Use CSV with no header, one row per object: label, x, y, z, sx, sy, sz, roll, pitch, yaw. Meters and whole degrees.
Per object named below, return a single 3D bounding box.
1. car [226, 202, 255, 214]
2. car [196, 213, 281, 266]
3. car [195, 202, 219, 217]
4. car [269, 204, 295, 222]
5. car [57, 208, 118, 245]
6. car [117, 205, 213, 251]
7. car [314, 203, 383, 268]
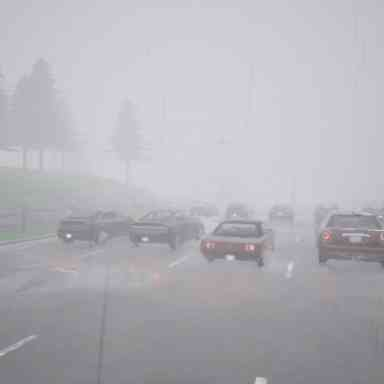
car,4.255,1.640,29.070,1.837,1.490,4.892,0,0,20
car,1.889,1.657,11.940,1.895,1.301,4.718,0,0,20
car,1.179,1.648,30.866,1.812,1.442,4.674,0,0,20
car,7.661,1.717,28.211,1.994,1.385,4.181,0,0,20
car,-4.174,1.537,15.773,1.837,1.490,4.892,0,0,20
car,-0.896,1.540,14.548,2.128,1.511,4.902,0,0,20
car,5.585,1.432,11.881,2.097,1.767,4.553,0,0,20
